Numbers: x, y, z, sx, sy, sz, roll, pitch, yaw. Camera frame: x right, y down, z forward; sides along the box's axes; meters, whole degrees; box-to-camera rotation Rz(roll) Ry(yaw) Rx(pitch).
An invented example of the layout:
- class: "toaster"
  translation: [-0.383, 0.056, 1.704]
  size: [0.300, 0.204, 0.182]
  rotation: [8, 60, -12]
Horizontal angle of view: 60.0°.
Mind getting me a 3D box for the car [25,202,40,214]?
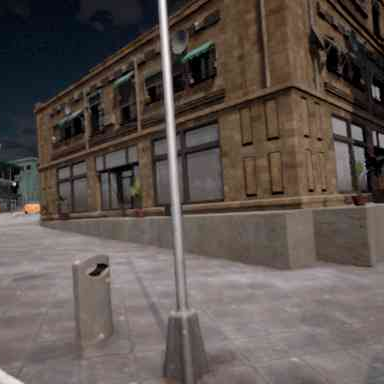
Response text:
- class: "car"
  translation: [-23.329, 2.206, 49.063]
  size: [2.097, 1.767, 4.553]
  rotation: [-3, -1, -22]
